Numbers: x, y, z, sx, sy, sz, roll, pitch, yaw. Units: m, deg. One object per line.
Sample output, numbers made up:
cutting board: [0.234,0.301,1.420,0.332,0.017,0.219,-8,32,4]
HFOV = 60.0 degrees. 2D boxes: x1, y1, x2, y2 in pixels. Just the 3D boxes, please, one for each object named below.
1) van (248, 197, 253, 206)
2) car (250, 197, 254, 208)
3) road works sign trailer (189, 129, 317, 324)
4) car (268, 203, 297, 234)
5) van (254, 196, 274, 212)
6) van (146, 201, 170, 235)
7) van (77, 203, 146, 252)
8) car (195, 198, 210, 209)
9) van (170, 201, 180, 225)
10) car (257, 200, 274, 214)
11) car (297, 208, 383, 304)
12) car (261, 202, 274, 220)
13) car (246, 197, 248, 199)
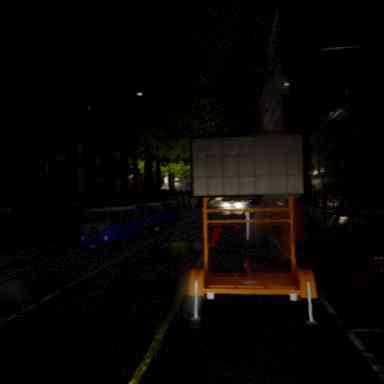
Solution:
van: [10.192,1.518,52.787,1.690,1.788,3.998,-1,0,8]
car: [8.698,1.677,41.565,1.887,1.381,4.507,-1,0,8]
road works sign trailer: [1.208,0.500,7.251,2.380,3.560,2.880,-1,0,8]
car: [5.700,1.576,19.123,1.887,1.381,4.507,-1,0,8]
van: [7.943,1.449,35.956,1.690,1.788,3.998,-1,0,8]
van: [-2.757,1.571,20.227,1.690,1.788,3.998,-2,0,8]
van: [-3.506,1.543,14.619,1.690,1.788,3.998,-2,0,8]
car: [1.739,1.691,53.876,2.192,1.841,5.009,-1,0,8]
van: [-2.007,1.598,25.835,1.690,1.788,3.998,-1,0,8]
car: [7.200,1.665,30.344,1.802,1.307,4.206,-1,0,8]
car: [4.194,1.289,7.903,2.192,1.841,5.009,-2,0,8]
car: [6.450,1.639,24.733,1.802,1.307,4.206,-1,0,8]
car: [10.947,1.763,58.396,1.947,1.339,4.313,-1,0,8]
